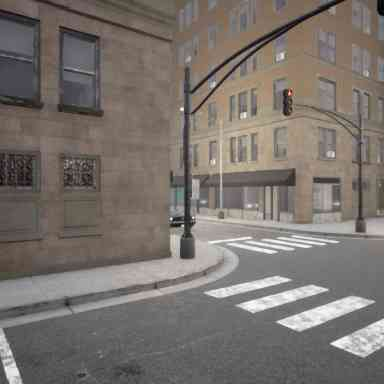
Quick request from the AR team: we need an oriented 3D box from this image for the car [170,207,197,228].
[{"bbox_3d":[-1.760,1.502,19.830,1.895,1.301,4.718,0,0,-36],"label":"car"}]
